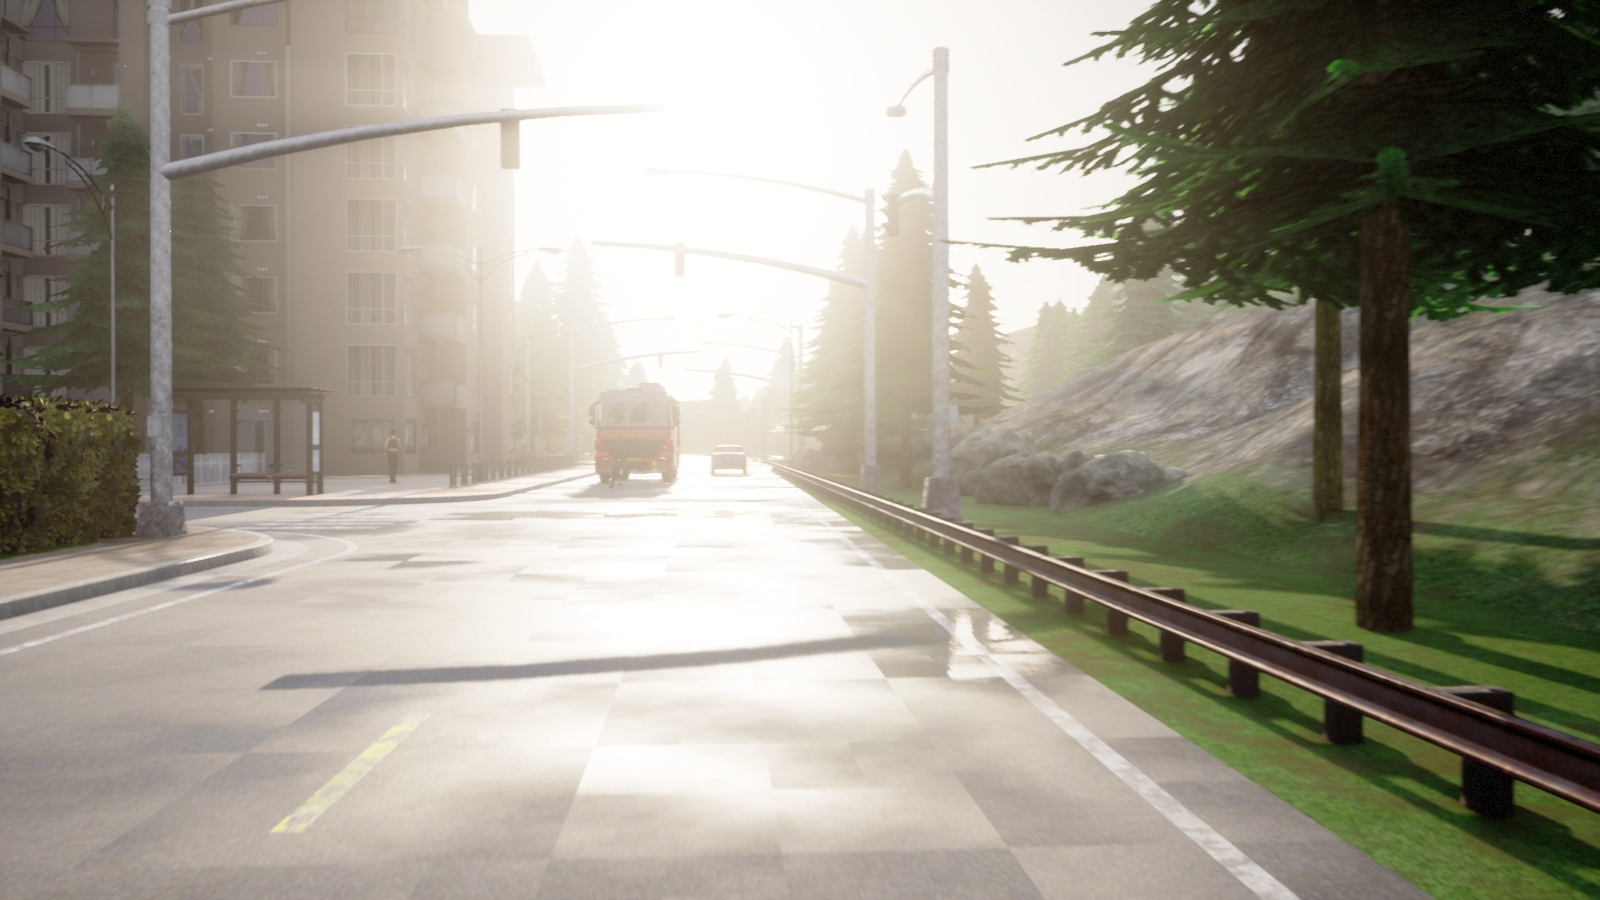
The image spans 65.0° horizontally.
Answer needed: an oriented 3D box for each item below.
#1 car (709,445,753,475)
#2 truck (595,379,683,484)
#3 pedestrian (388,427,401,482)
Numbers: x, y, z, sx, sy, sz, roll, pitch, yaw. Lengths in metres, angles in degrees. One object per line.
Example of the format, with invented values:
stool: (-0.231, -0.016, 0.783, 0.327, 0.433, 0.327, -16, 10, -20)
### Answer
car: (-3.345, 0.450, 60.950, 2.033, 1.411, 5.357, 0, 0, -3)
truck: (-6.230, -0.699, 49.805, 2.891, 3.827, 8.468, 0, 0, -3)
pedestrian: (-13.627, 0.153, 42.248, 0.345, 1.836, 0.594, 0, 0, -11)
